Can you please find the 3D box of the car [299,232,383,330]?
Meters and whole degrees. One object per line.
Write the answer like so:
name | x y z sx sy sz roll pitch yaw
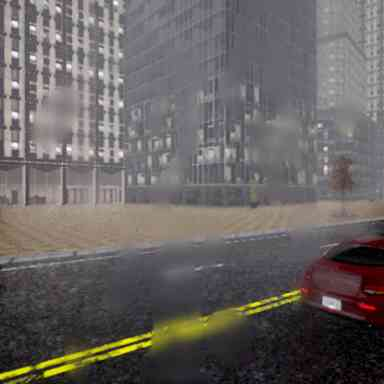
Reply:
car | 3.993 1.530 6.473 4.674 1.442 1.812 0 0 -36
